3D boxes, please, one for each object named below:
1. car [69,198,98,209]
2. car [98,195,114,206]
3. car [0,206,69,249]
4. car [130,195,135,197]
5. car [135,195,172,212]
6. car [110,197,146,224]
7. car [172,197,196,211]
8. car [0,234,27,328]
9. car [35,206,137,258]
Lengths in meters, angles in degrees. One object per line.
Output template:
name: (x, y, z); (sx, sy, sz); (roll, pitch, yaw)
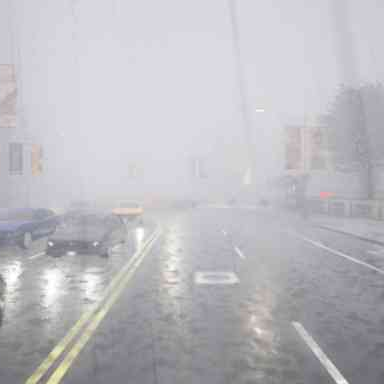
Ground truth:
car: (-8.205, 1.346, 24.450); (1.837, 1.490, 4.892); (0, 0, -13)
car: (-11.916, 1.180, 45.863); (1.882, 1.535, 5.008); (0, 1, -45)
car: (-7.213, 1.385, 14.248); (1.882, 1.535, 5.008); (0, 0, -2)
car: (-7.854, 1.203, 46.714); (1.837, 1.490, 4.892); (0, 1, -44)
car: (-4.161, 1.249, 35.062); (1.882, 1.535, 5.008); (0, 1, -25)
car: (-4.363, 1.327, 23.133); (1.882, 1.535, 5.008); (0, 0, -9)
car: (-1.281, 1.249, 37.115); (2.128, 1.511, 4.902); (0, 0, -29)
car: (-3.620, 1.486, 2.953); (1.837, 1.490, 4.892); (0, 0, 0)
car: (-3.658, 1.465, 12.699); (2.033, 1.411, 5.357); (0, 0, -1)
